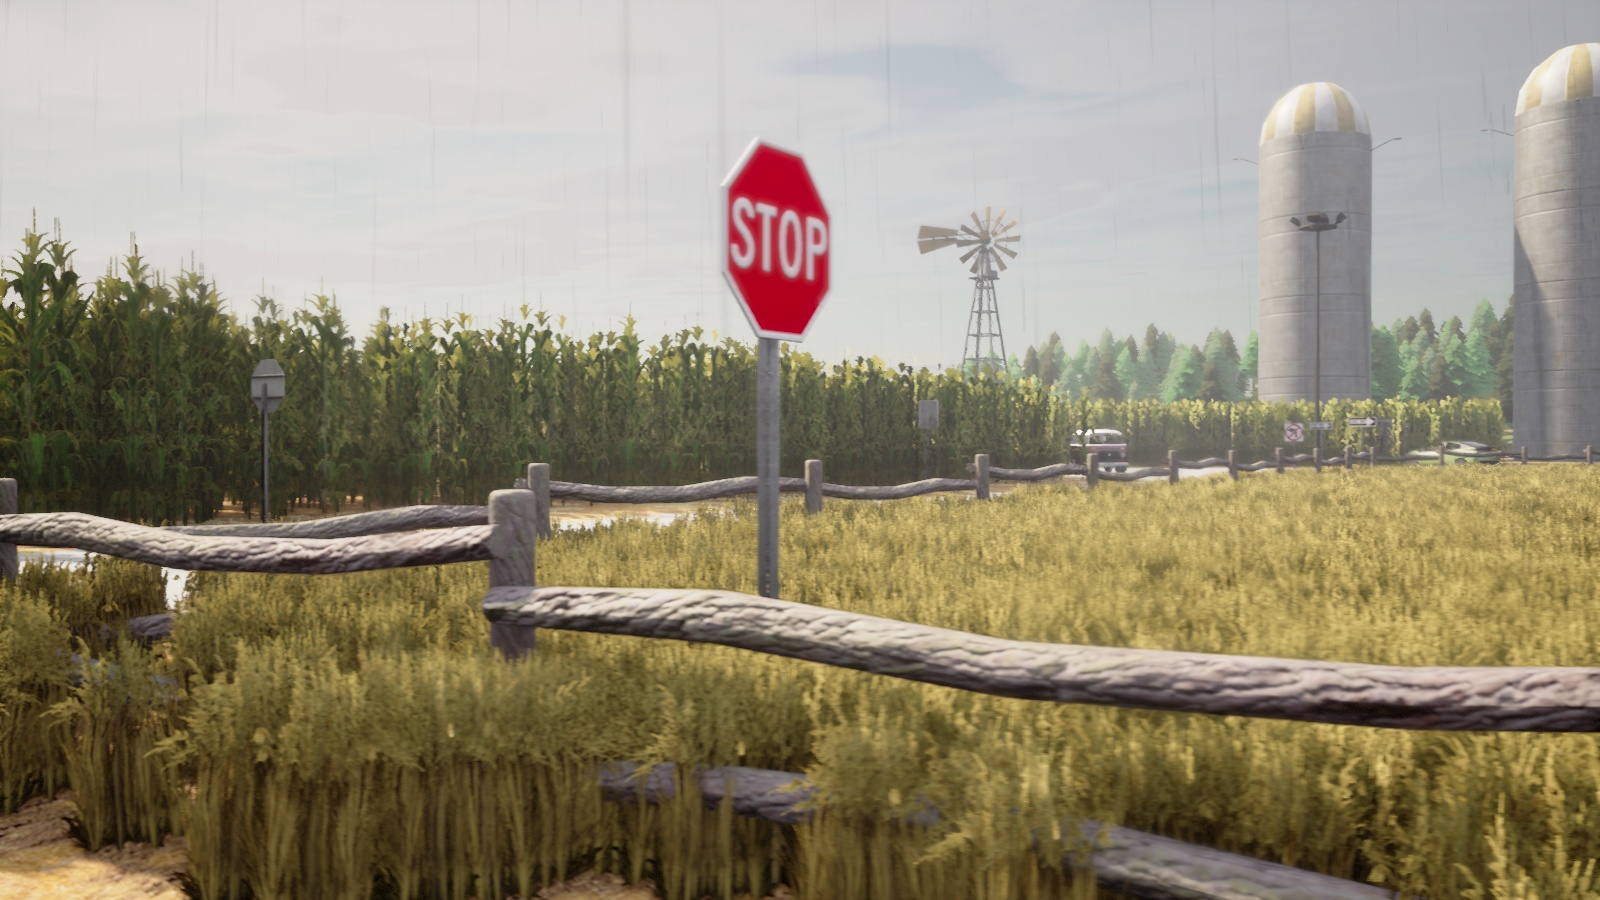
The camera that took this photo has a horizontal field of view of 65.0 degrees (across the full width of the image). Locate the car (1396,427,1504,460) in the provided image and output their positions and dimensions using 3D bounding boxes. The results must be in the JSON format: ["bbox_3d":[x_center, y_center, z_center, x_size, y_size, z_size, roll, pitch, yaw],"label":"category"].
[{"bbox_3d":[32.115,-0.307,62.183,2.007,1.525,4.514,-1,0,-22],"label":"car"}]

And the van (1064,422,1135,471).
[{"bbox_3d":[13.438,-0.162,56.559,2.069,2.038,4.480,-2,1,0],"label":"van"}]
